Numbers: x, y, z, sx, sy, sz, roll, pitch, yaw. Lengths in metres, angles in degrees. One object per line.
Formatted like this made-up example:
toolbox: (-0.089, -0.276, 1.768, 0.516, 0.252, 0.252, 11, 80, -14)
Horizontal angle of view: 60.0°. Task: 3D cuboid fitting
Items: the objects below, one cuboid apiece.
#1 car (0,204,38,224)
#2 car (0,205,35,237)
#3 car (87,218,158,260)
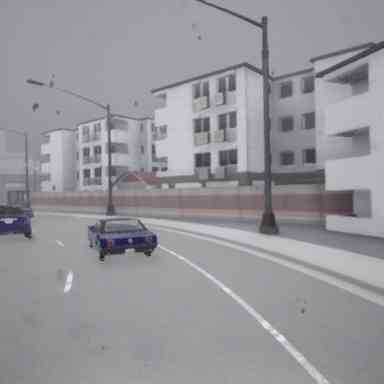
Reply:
car: (-15.446, 1.799, 28.616, 5.357, 1.411, 2.033, -1, 0, 43)
car: (-10.293, 1.521, 18.193, 2.097, 1.767, 4.553, -1, 0, -36)
car: (-2.862, 1.631, 12.743, 1.895, 1.301, 4.718, -1, 0, -23)
